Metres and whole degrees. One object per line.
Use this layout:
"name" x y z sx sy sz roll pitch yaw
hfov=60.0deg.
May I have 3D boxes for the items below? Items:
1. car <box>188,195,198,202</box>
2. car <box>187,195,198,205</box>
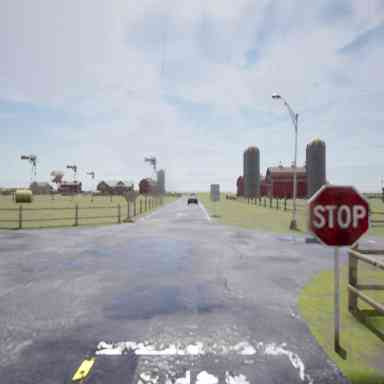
"car" 0.169 1.404 71.312 1.994 1.385 4.181 0 0 0
"car" 0.144 1.493 60.890 1.882 1.535 5.008 0 0 0
